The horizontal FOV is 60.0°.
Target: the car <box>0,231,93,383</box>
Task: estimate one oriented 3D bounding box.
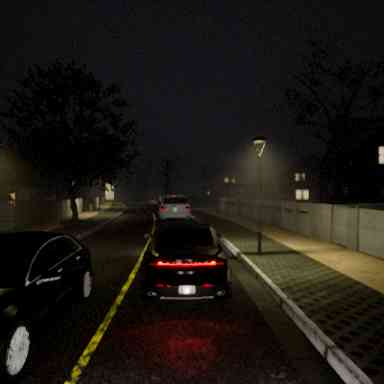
[{"bbox_3d":[-3.005,1.483,5.410,1.837,1.490,4.892,0,0,-2],"label":"car"}]

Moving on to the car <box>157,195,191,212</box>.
[{"bbox_3d":[-1.311,1.211,24.228,2.150,2.045,5.566,0,0,-5],"label":"car"}]

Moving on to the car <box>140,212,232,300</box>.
[{"bbox_3d":[-0.181,1.475,8.308,1.837,1.490,4.892,0,0,-2],"label":"car"}]
